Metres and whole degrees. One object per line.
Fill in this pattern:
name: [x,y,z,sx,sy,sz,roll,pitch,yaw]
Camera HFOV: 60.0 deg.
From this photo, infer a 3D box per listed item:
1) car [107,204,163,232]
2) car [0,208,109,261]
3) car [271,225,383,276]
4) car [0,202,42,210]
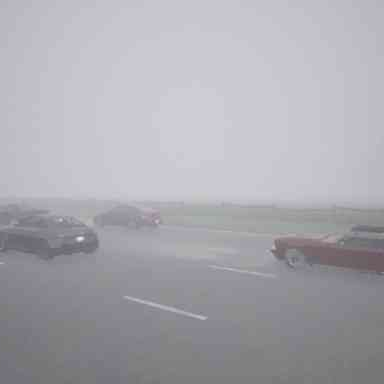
car: [-3.783,1.441,19.596,4.674,1.442,1.812,0,0,36]
car: [-5.297,1.497,12.075,4.181,1.385,1.994,0,0,36]
car: [4.686,1.593,9.249,4.718,1.301,1.895,0,0,36]
car: [-10.553,1.358,20.126,5.008,1.535,1.882,0,0,36]
